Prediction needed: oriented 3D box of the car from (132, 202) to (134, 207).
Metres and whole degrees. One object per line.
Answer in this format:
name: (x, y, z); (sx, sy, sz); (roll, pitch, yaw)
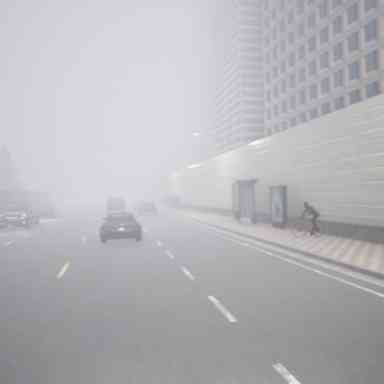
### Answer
car: (-7.746, 1.973, 49.398); (1.994, 1.385, 4.181); (-1, 0, -13)

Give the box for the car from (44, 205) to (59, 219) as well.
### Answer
car: (-15.171, 2.041, 34.596); (1.994, 1.385, 4.181); (-1, 0, -13)

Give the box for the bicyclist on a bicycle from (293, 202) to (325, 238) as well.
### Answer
bicyclist on a bicycle: (5.322, 1.264, 15.107); (1.656, 1.620, 0.582); (-1, 0, -13)

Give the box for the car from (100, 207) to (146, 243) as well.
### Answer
car: (-3.736, 1.720, 17.395); (1.994, 1.385, 4.181); (-1, 0, -13)

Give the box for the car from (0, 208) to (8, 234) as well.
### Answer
car: (-10.640, 1.504, 15.315); (2.150, 2.045, 5.566); (-1, 0, -13)

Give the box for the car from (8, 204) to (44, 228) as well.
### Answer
car: (-12.890, 1.731, 24.823); (2.097, 1.767, 4.553); (-1, 0, -13)

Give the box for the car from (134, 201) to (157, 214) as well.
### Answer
car: (-5.283, 1.795, 39.046); (2.128, 1.511, 4.902); (-1, 0, -13)

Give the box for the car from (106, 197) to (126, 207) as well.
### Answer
car: (-9.263, 1.615, 40.592); (2.150, 2.045, 5.566); (-1, 0, -13)
